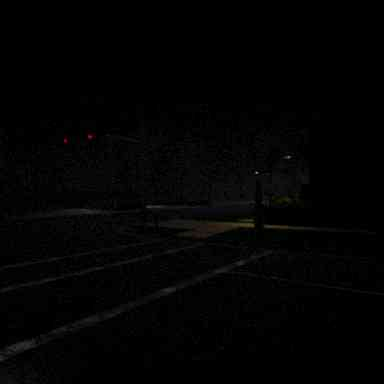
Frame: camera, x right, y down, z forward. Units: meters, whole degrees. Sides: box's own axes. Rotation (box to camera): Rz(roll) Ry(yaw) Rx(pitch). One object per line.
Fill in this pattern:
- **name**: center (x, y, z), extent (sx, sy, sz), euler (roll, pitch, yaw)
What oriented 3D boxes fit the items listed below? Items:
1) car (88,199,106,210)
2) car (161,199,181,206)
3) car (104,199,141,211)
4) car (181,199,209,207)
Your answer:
- **car**: center (-13.789, 1.892, 51.921), extent (1.882, 1.535, 5.008), euler (-1, 0, 36)
- **car**: center (-3.886, 2.013, 65.395), extent (1.895, 1.301, 4.718), euler (-1, 0, 37)
- **car**: center (-9.400, 1.945, 46.084), extent (1.895, 1.301, 4.718), euler (-1, 0, 36)
- **car**: center (1.000, 1.890, 60.274), extent (2.033, 1.411, 5.357), euler (-1, 0, 37)
